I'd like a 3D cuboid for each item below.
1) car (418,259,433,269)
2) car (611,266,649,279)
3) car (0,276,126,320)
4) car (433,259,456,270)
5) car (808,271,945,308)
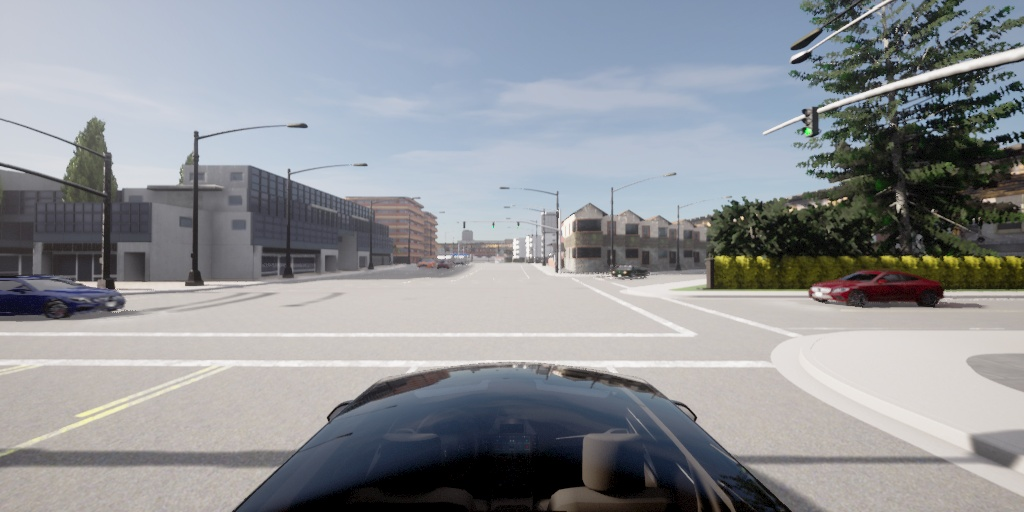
[{"bbox_3d":[-14.062,1.223,59.223,2.097,1.767,4.553,0,1,0],"label":"car"},{"bbox_3d":[12.304,1.666,37.065,4.718,1.301,1.895,1,-1,-43],"label":"car"},{"bbox_3d":[-16.197,1.388,12.139,4.674,1.442,1.812,0,0,-7],"label":"car"},{"bbox_3d":[-10.573,1.394,56.579,1.882,1.535,5.008,0,1,0],"label":"car"},{"bbox_3d":[15.296,1.349,15.144,4.674,1.442,1.812,0,-1,0],"label":"car"}]
